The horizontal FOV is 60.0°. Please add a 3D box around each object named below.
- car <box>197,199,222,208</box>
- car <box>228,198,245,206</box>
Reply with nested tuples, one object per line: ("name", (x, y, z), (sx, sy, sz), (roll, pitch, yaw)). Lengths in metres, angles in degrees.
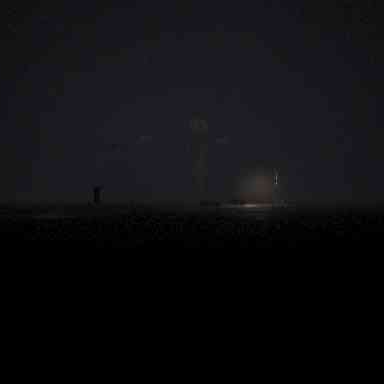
("car", (3.014, 1.889, 57.014), (2.033, 1.411, 5.357), (0, 0, 36))
("car", (8.711, 1.907, 65.050), (1.837, 1.490, 4.892), (0, 0, 36))
